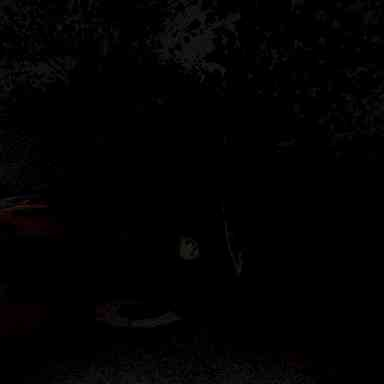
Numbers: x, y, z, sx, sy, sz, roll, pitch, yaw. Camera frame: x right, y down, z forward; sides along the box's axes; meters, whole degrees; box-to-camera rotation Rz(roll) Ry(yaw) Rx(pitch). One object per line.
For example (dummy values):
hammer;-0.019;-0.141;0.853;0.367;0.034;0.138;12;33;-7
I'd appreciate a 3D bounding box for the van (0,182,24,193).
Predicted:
van;-34.541;-0.935;63.164;4.442;1.987;1.878;1;1;-30

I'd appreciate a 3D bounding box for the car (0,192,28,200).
car;-8.237;1.077;17.629;4.553;1.767;2.185;1;2;-30

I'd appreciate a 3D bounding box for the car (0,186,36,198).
car;-23.469;0.012;43.844;5.008;1.535;2.097;1;1;-30

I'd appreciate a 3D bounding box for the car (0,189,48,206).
car;-16.560;0.552;31.861;4.792;1.488;2.163;1;2;-30

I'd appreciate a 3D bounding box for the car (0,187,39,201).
car;-20.673;0.231;39.069;4.792;1.488;2.163;1;1;-30

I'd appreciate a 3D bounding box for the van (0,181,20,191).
van;-40.097;-1.294;72.745;4.442;1.987;1.878;1;1;-30

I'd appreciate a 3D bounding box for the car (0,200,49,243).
car;-6.884;1.315;15.219;5.008;1.535;2.097;1;2;-30

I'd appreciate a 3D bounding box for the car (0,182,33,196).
car;-27.657;-0.509;51.006;5.566;2.045;2.435;1;1;-30

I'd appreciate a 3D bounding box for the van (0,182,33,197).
van;-24.755;-0.301;46.290;4.442;1.987;1.878;1;1;-30

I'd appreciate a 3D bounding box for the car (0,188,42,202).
car;-19.350;0.328;36.787;4.792;1.488;2.163;1;2;-30

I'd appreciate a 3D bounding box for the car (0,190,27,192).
car;-12.531;0.859;24.599;5.366;1.575;1.946;1;2;-30

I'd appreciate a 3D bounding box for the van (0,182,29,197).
van;-26.346;-0.395;48.568;4.442;1.987;1.878;1;1;-30

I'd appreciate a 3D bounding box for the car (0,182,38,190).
car;-15.113;0.386;29.488;5.566;2.045;2.435;1;2;-30

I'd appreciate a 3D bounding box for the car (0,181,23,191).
car;-38.833;-1.232;70.276;5.566;2.045;2.435;1;1;-30

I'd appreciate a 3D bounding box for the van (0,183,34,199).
van;-22.164;-0.122;41.373;4.442;1.987;1.878;1;1;-30

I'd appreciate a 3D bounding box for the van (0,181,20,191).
van;-41.424;-1.380;75.031;4.442;1.987;1.878;1;1;-30
